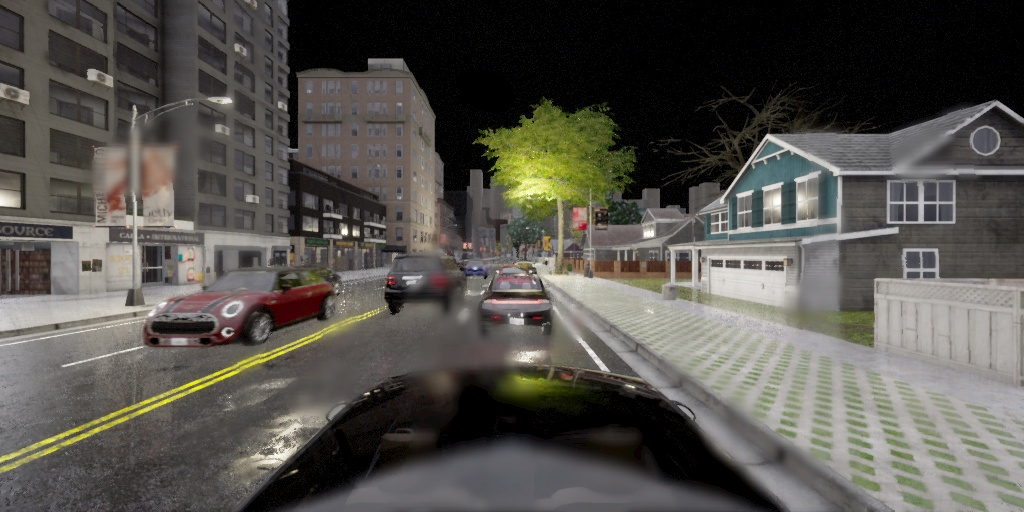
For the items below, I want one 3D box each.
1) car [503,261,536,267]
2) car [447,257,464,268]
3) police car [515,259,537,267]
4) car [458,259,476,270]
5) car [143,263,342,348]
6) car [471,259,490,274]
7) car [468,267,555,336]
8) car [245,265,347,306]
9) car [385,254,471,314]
[{"bbox_3d":[0.124,1.219,19.869,1.882,1.535,5.008,0,0,0],"label":"car"},{"bbox_3d":[-9.736,1.039,61.828,2.097,1.767,4.553,0,0,0],"label":"car"},{"bbox_3d":[1.011,1.155,29.598,1.930,1.638,5.238,0,0,0],"label":"police car"},{"bbox_3d":[-6.533,1.177,52.448,1.882,1.535,5.008,0,0,0],"label":"car"},{"bbox_3d":[-6.589,1.100,9.346,2.097,1.767,4.553,0,0,0],"label":"car"},{"bbox_3d":[-3.114,1.077,32.392,2.097,1.767,4.553,0,0,0],"label":"car"},{"bbox_3d":[0.114,1.239,10.366,2.128,1.511,4.902,0,0,0],"label":"car"},{"bbox_3d":[-9.829,1.249,16.870,1.837,1.490,4.892,0,0,0],"label":"car"},{"bbox_3d":[-3.133,0.964,14.028,2.150,2.045,5.566,0,0,0],"label":"car"}]
